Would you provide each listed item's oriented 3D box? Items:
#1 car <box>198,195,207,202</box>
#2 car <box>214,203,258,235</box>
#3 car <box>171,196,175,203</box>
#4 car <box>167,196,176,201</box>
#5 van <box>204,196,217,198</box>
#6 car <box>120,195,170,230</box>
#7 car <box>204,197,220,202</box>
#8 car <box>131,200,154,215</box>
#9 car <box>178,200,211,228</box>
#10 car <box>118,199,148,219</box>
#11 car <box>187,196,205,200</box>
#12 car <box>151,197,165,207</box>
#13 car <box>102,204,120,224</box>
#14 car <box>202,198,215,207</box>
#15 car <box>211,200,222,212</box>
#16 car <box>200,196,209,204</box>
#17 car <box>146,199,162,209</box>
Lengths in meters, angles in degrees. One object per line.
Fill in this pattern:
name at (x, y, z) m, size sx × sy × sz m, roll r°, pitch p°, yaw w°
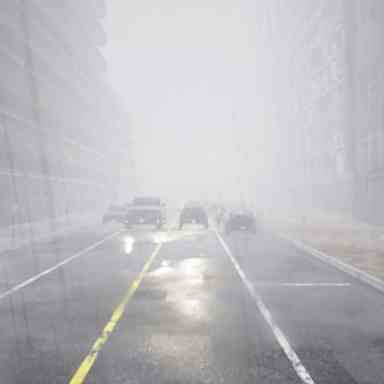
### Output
car at (2.590, 1.564, 81.005) m, size 1.967 × 1.590 × 4.097 m, roll 1°, pitch 0°, yaw 0°
car at (2.579, 1.577, 18.830) m, size 2.008 × 1.369 × 4.403 m, roll 1°, pitch 0°, yaw 0°
car at (-5.302, 1.680, 75.482) m, size 1.947 × 1.339 × 4.313 m, roll 1°, pitch 0°, yaw 0°
car at (-5.264, 1.684, 86.776) m, size 2.008 × 1.369 × 4.403 m, roll 1°, pitch 0°, yaw 0°
van at (2.585, 1.400, 41.439) m, size 1.690 × 1.788 × 3.998 m, roll 1°, pitch 0°, yaw 0°
car at (-2.844, 1.252, 21.599) m, size 2.150 × 2.045 × 5.566 m, roll 0°, pitch 0°, yaw 0°
car at (2.582, 1.601, 35.786) m, size 2.008 × 1.369 × 4.403 m, roll 1°, pitch 0°, yaw 0°
car at (-5.299, 1.633, 35.957) m, size 1.802 × 1.307 × 4.206 m, roll 1°, pitch 0°, yaw 0°
car at (0.103, 1.537, 22.584) m, size 1.837 × 1.490 × 4.892 m, roll 0°, pitch 0°, yaw 0°
car at (-5.298, 1.483, 30.310) m, size 1.967 × 1.590 × 4.097 m, roll 1°, pitch 0°, yaw 0°
car at (0.107, 1.550, 41.229) m, size 2.128 × 1.511 × 4.902 m, roll 0°, pitch 0°, yaw 0°
car at (-5.296, 1.602, 52.727) m, size 1.752 × 1.417 × 4.829 m, roll 1°, pitch 0°, yaw 0°
car at (-5.301, 1.601, 24.664) m, size 1.947 × 1.339 × 4.313 m, roll 1°, pitch 0°, yaw 0°
car at (2.584, 1.621, 52.744) m, size 1.887 × 1.381 × 4.507 m, roll 1°, pitch 0°, yaw 0°
car at (2.580, 1.560, 24.652) m, size 1.752 × 1.417 × 4.829 m, roll 1°, pitch 0°, yaw 0°
car at (2.587, 1.630, 69.871) m, size 1.752 × 1.417 × 4.829 m, roll 1°, pitch 0°, yaw 0°
car at (-5.297, 1.650, 47.250) m, size 1.802 × 1.307 × 4.206 m, roll 1°, pitch 0°, yaw 0°
